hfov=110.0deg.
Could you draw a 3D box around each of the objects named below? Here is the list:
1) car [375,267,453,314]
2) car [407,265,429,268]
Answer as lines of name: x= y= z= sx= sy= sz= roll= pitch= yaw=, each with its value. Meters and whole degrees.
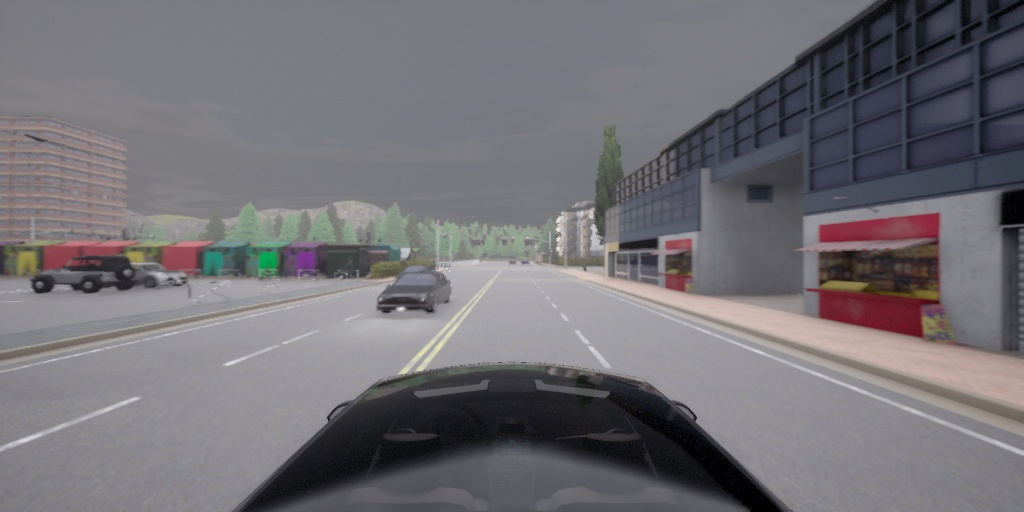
car: x=-3.577 y=1.343 z=14.224 sx=2.033 sy=1.411 sz=5.357 roll=0 pitch=0 yaw=0
car: x=-6.998 y=1.390 z=26.757 sx=2.033 sy=1.411 sz=5.357 roll=0 pitch=0 yaw=1
